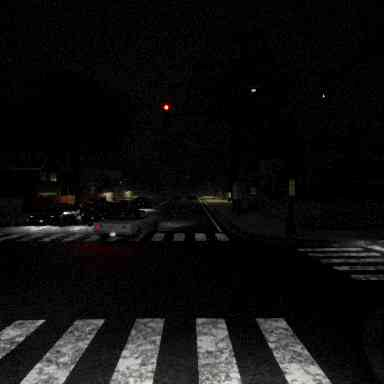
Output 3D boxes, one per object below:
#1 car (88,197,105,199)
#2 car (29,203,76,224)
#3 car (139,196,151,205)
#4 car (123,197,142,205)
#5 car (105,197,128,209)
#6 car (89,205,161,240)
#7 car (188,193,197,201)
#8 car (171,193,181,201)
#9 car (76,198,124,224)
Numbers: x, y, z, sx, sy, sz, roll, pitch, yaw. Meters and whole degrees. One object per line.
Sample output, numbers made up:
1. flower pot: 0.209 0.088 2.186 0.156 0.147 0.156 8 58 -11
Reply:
1. car: -9.853 1.286 33.789 2.097 1.767 4.553 0 0 0
2. car: -9.855 1.512 24.405 2.033 1.411 5.357 0 0 0
3. car: -6.595 1.337 43.785 1.837 1.490 4.892 0 1 0
4. car: -6.601 1.500 33.381 1.994 1.385 4.181 0 0 0
5. car: -9.847 1.432 43.836 1.895 1.301 4.718 0 1 0
6. car: -3.122 1.590 17.222 1.895 1.301 4.718 0 1 13
7. car: 0.093 0.936 67.084 1.882 1.535 5.008 0 1 0
8. car: -3.160 0.939 67.773 2.128 1.511 4.902 0 1 0
9. car: -6.603 1.469 24.484 1.837 1.490 4.892 0 0 0
